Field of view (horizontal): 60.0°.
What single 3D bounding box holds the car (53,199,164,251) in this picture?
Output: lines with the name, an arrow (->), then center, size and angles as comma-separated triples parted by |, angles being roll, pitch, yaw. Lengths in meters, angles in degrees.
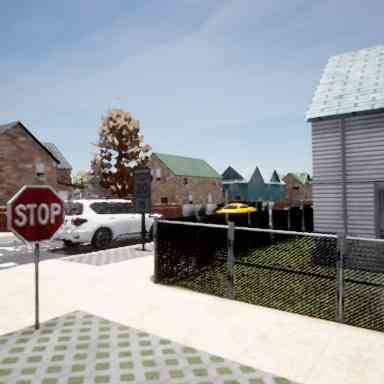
car -> -3.487, 1.347, 14.953 | 2.150, 2.045, 5.566 | -2, -2, 35

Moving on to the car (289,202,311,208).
car -> 15.021, 2.084, 46.126 | 1.882, 1.535, 5.008 | -2, -2, 35

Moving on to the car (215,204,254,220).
car -> 3.944, 1.850, 30.499 | 1.882, 1.535, 5.008 | -2, -1, 35

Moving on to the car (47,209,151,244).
car -> -4.794, 1.744, 18.041 | 2.033, 1.411, 5.357 | -2, -2, 35
